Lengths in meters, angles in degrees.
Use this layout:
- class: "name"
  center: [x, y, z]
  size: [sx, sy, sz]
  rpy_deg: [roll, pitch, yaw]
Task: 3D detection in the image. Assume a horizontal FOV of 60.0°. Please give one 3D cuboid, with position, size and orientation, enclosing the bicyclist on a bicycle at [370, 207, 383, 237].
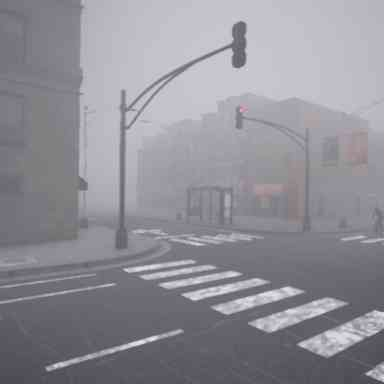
- class: "bicyclist on a bicycle"
  center: [10.095, 1.625, 18.032]
  size: [1.656, 1.620, 0.582]
  rpy_deg: [0, 0, -38]
